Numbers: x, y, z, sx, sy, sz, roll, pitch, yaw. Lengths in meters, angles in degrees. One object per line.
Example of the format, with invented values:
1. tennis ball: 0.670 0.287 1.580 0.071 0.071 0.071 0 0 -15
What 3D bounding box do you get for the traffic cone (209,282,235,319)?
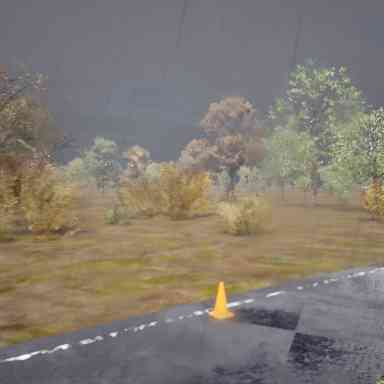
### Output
1. traffic cone: 0.541 1.931 6.032 0.340 0.580 0.340 0 0 -34
